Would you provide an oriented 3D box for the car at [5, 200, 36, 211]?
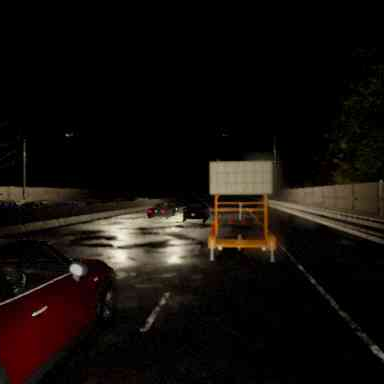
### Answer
[{"bbox_3d":[-16.671,1.784,34.533,1.837,1.490,4.892,0,0,7],"label":"car"}]

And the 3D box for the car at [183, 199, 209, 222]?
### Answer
[{"bbox_3d":[0.408,1.656,28.500,1.882,1.535,5.008,0,-1,7],"label":"car"}]

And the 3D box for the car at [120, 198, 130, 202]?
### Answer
[{"bbox_3d":[-14.956,2.124,75.741,1.994,1.385,4.181,0,0,7],"label":"car"}]

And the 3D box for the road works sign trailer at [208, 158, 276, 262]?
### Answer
[{"bbox_3d":[1.838,0.535,12.540,2.380,3.560,2.880,0,0,7],"label":"road works sign trailer"}]

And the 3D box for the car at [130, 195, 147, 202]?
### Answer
[{"bbox_3d":[-11.487,1.781,75.280,2.150,2.045,5.566,0,0,7],"label":"car"}]

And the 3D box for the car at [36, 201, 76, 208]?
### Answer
[{"bbox_3d":[-13.239,1.739,33.772,1.882,1.535,5.008,0,0,7],"label":"car"}]

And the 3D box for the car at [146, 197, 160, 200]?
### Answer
[{"bbox_3d":[-8.061,2.064,74.461,2.128,1.511,4.902,0,0,7],"label":"car"}]

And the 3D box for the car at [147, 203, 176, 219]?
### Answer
[{"bbox_3d":[-2.778,1.754,31.221,2.033,1.411,5.357,0,0,7],"label":"car"}]

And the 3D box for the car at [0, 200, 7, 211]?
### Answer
[{"bbox_3d":[-20.161,1.645,34.823,2.097,1.767,4.553,0,0,7],"label":"car"}]

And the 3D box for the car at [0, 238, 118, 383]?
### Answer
[{"bbox_3d":[-2.607,1.389,4.356,2.097,1.767,4.553,0,0,7],"label":"car"}]
